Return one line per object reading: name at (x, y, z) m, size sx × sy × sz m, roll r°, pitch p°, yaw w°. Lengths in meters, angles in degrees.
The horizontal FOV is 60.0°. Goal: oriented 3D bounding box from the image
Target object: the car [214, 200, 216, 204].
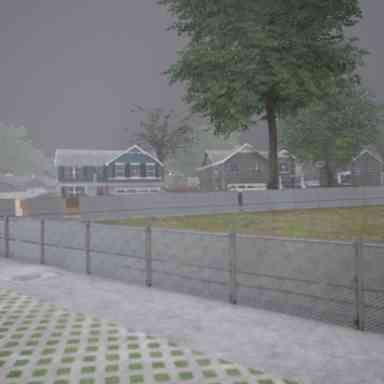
car at (-0.260, 0.960, 28.457) m, size 4.718 × 1.301 × 1.895 m, roll -2°, pitch -1°, yaw -16°
